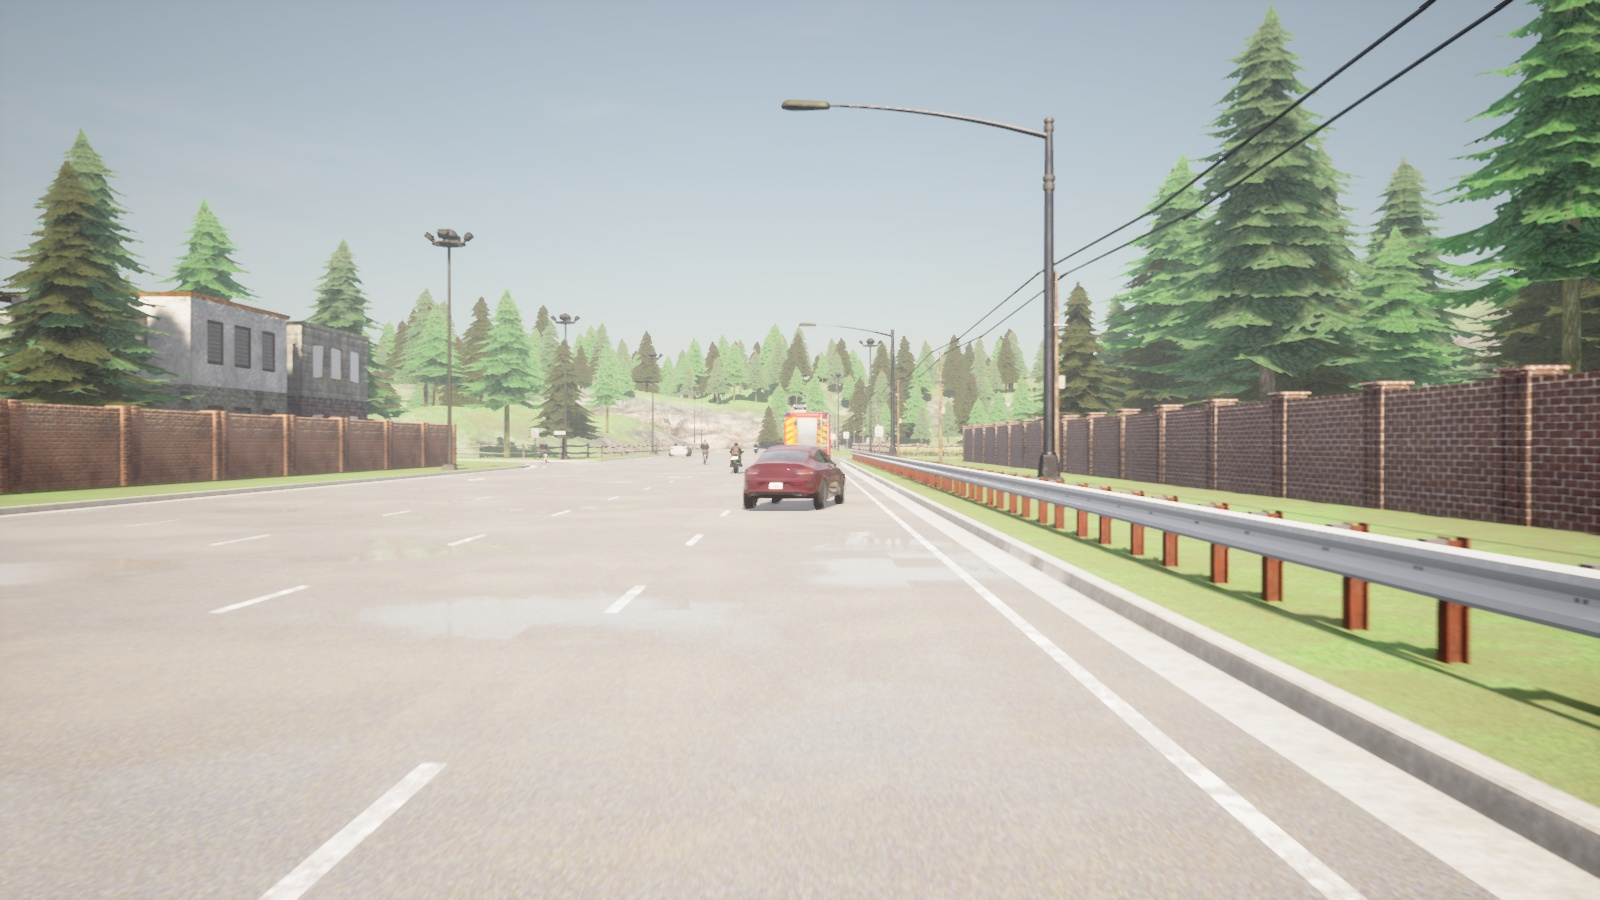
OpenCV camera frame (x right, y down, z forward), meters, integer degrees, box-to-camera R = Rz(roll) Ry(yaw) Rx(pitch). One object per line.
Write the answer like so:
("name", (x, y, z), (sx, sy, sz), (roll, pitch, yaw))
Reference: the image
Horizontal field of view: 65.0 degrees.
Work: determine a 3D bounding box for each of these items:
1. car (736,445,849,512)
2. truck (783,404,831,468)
("car", (-0.088, 0.605, 29.664), (1.812, 1.442, 4.674), (0, 0, 10))
("truck", (0.466, -0.871, 80.411), (2.891, 3.827, 8.468), (0, 0, 0))
